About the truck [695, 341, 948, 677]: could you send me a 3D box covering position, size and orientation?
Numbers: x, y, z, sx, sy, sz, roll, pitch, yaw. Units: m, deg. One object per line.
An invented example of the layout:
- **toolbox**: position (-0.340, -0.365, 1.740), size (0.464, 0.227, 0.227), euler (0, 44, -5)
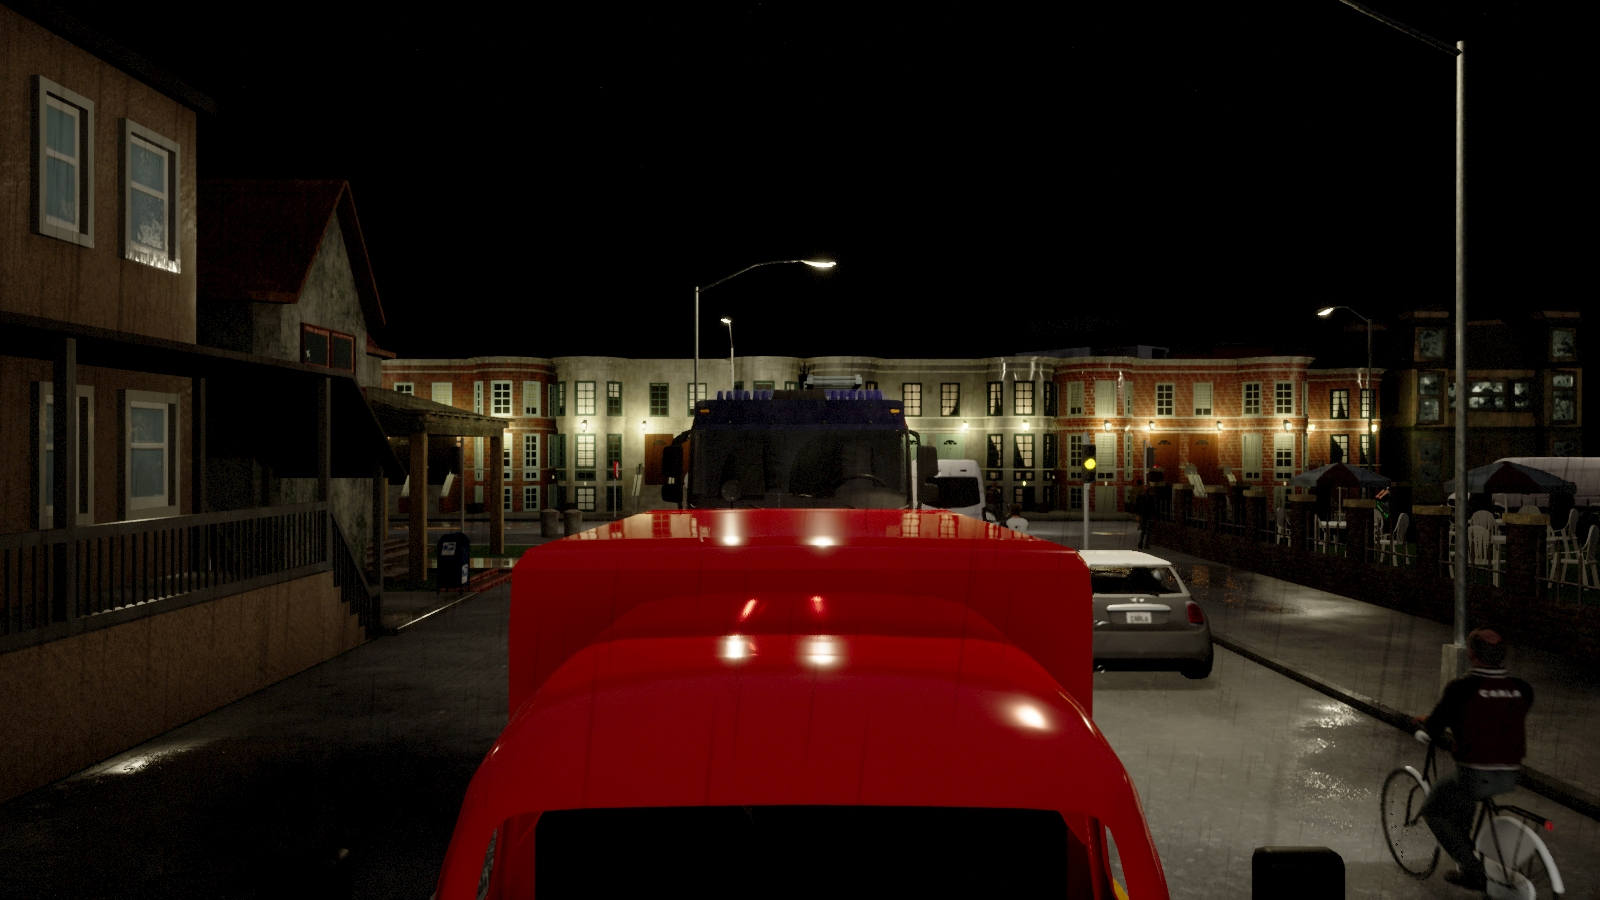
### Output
- **truck**: position (0.275, 0.678, 17.256), size (2.891, 3.827, 8.468), euler (0, 0, 0)

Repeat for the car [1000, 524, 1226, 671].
- **car**: position (3.996, 1.852, 15.273), size (1.970, 1.475, 3.806), euler (0, 0, 0)

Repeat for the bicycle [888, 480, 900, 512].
- **bicycle**: position (4.003, 1.961, 48.696), size (0.329, 1.271, 1.835), euler (0, 0, 0)

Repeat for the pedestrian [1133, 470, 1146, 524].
- **pedestrian**: position (11.840, 1.646, 39.833), size (0.375, 1.860, 0.375), euler (0, 0, 24)

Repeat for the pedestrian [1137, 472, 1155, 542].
- **pedestrian**: position (9.361, 1.531, 30.885), size (0.375, 1.860, 0.375), euler (0, 0, -1)

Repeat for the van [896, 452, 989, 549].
- **van**: position (4.007, 1.329, 33.121), size (1.988, 2.561, 5.915), euler (0, 0, 0)

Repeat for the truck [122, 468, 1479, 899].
- **truck**: position (-0.002, 1.351, 4.813), size (2.627, 2.467, 5.204), euler (0, 0, 0)
